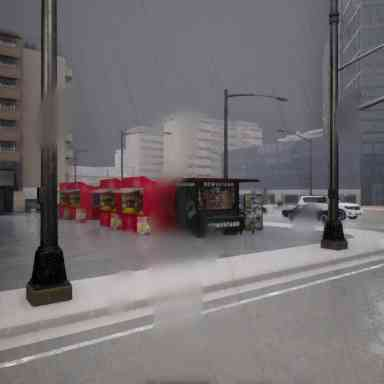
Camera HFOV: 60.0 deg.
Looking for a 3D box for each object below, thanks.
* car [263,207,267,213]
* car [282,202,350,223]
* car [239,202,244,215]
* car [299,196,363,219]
[{"bbox_3d":[5.984,1.789,37.717,2.033,1.411,5.357,0,-1,-36],"label":"car"},{"bbox_3d":[9.676,1.707,26.696,1.895,1.301,4.718,0,-1,-37],"label":"car"},{"bbox_3d":[3.994,1.769,34.494,2.033,1.411,5.357,0,-1,-37],"label":"car"},{"bbox_3d":[12.005,1.339,29.426,2.150,2.045,5.566,0,-1,-36],"label":"car"}]
